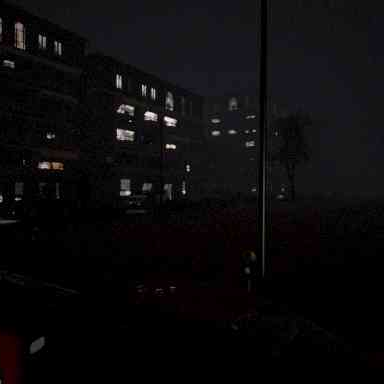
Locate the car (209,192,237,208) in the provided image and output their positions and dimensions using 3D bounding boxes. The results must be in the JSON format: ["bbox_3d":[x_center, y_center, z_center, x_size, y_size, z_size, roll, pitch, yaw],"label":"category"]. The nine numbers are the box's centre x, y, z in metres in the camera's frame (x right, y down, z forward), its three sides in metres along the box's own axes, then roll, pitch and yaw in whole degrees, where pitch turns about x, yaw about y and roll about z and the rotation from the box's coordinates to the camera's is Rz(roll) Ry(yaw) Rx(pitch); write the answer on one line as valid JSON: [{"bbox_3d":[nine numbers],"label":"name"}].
[{"bbox_3d":[2.896,1.051,37.452,2.008,1.369,4.403,2,2,35],"label":"car"}]

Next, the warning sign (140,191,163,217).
[{"bbox_3d":[-3.033,0.851,24.820,1.300,1.860,1.060,-1,0,35],"label":"warning sign"}]

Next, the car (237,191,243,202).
[{"bbox_3d":[7.516,0.644,48.724,2.097,1.767,4.553,1,1,35],"label":"car"}]

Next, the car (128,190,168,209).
[{"bbox_3d":[-4.734,0.755,36.640,2.150,2.045,5.566,1,1,35],"label":"car"}]

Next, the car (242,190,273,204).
[{"bbox_3d":[9.263,0.877,46.592,2.008,1.369,4.403,2,2,35],"label":"car"}]

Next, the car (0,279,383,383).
[{"bbox_3d":[-0.308,1.544,3.091,4.507,1.381,1.887,0,0,36],"label":"car"}]

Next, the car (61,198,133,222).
[{"bbox_3d":[-6.653,1.329,23.745,1.947,1.339,4.313,2,2,35],"label":"car"}]

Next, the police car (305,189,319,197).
[{"bbox_3d":[27.726,0.191,76.622,1.930,1.638,5.238,0,1,32],"label":"police car"}]

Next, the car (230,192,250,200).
[{"bbox_3d":[8.753,0.650,60.521,1.947,1.339,4.313,2,2,35],"label":"car"}]

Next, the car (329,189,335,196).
[{"bbox_3d":[34.729,0.079,83.145,1.967,1.590,4.097,2,2,35],"label":"car"}]

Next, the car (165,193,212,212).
[{"bbox_3d":[-0.287,1.132,32.882,1.887,1.381,4.507,2,2,35],"label":"car"}]

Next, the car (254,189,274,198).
[{"bbox_3d":[15.123,0.227,69.654,2.192,1.841,5.009,2,2,35],"label":"car"}]

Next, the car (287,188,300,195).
[{"bbox_3d":[24.672,-0.029,83.362,2.192,1.841,5.009,2,2,35],"label":"car"}]

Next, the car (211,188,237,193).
[{"bbox_3d":[3.925,0.507,48.966,2.150,2.045,5.566,1,3,37],"label":"car"}]

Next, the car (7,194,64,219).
[{"bbox_3d":[-11.781,1.230,26.533,1.837,1.490,4.892,1,1,35],"label":"car"}]

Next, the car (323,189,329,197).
[{"bbox_3d":[28.362,0.361,74.008,2.008,1.369,4.403,2,2,35],"label":"car"}]

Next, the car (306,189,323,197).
[{"bbox_3d":[25.180,0.446,69.440,2.008,1.369,4.403,2,2,35],"label":"car"}]

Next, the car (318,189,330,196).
[{"bbox_3d":[33.656,0.069,84.792,1.801,1.575,5.366,1,1,35],"label":"car"}]

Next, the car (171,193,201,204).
[{"bbox_3d":[-0.796,0.910,46.812,1.947,1.339,4.313,2,2,35],"label":"car"}]

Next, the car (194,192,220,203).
[{"bbox_3d":[2.387,0.808,51.382,2.008,1.369,4.403,2,2,35],"label":"car"}]

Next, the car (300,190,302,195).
[{"bbox_3d":[27.852,0.115,87.938,1.887,1.381,4.507,2,2,35],"label":"car"}]

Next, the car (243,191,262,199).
[{"bbox_3d":[11.840,0.526,64.950,1.752,1.417,4.829,2,2,35],"label":"car"}]

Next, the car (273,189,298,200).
[{"bbox_3d":[15.727,0.676,55.870,1.752,1.417,4.829,2,2,35],"label":"car"}]

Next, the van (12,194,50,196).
[{"bbox_3d":[-13.526,1.035,28.529,1.690,1.788,3.998,2,2,35],"label":"van"}]
